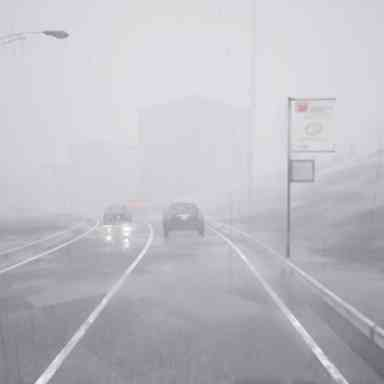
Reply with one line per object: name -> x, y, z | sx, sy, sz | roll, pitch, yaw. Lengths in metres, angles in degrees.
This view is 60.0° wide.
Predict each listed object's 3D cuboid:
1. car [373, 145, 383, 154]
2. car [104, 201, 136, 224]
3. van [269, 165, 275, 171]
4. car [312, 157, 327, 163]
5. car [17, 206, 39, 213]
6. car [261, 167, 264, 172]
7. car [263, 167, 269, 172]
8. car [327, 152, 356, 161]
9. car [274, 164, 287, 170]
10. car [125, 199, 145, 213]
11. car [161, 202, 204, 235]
car -> 21.705, -4.460, 36.100 | 2.231, 1.521, 4.892 | 0, 1, -1
car -> -5.567, 1.607, 24.922 | 1.994, 1.385, 4.181 | 0, -1, -14
van -> 20.714, -5.666, 80.120 | 1.878, 1.987, 4.442 | 0, 1, -1
car -> 21.336, -4.803, 52.527 | 2.002, 1.452, 4.674 | 0, 1, -1
car -> -29.154, 3.103, 59.053 | 4.718, 1.301, 1.895 | -4, -1, 36
car -> 20.464, -5.898, 91.245 | 2.435, 2.045, 5.566 | 0, 1, -1
car -> 20.588, -5.508, 85.765 | 2.002, 1.452, 4.674 | 0, 1, -1
car -> 21.459, -4.842, 47.033 | 2.185, 1.767, 4.553 | 0, 1, -1
car -> 20.835, -5.331, 74.729 | 2.231, 1.521, 4.892 | 0, 1, -1
car -> -7.185, 1.606, 39.425 | 2.097, 1.767, 4.553 | -1, -1, -26
car -> -0.619, 1.313, 18.627 | 2.097, 1.767, 4.553 | 0, 0, -6
